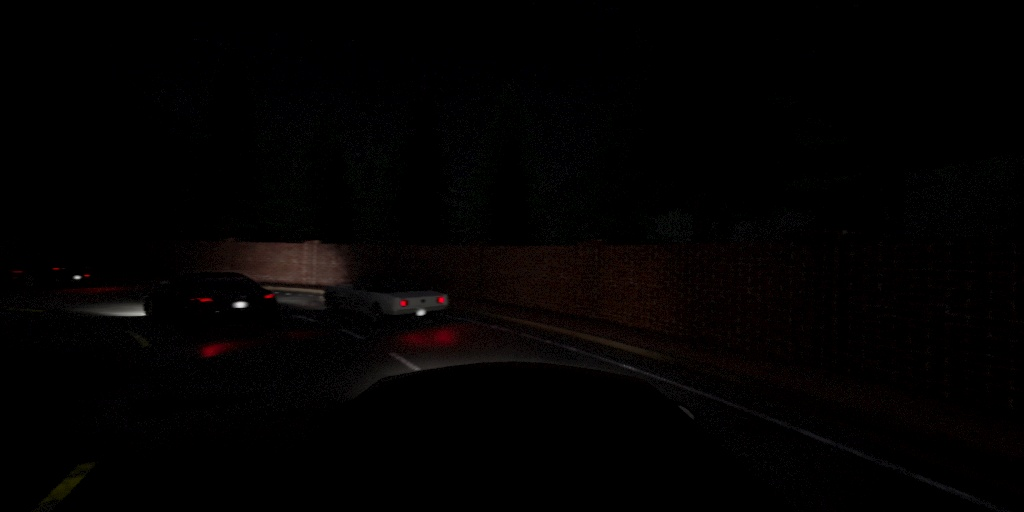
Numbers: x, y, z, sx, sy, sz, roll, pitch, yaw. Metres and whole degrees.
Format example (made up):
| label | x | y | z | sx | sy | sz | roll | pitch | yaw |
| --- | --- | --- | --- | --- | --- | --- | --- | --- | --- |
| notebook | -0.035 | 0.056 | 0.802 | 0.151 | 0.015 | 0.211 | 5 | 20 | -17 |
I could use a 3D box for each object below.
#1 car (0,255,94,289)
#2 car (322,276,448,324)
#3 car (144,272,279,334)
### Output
| label | x | y | z | sx | sy | sz | roll | pitch | yaw |
| --- | --- | --- | --- | --- | --- | --- | --- | --- | --- |
| car | -22.479 | 0.666 | 16.590 | 4.892 | 1.490 | 1.837 | 2 | -1 | 0 |
| car | -4.297 | 1.289 | 11.677 | 4.718 | 1.301 | 1.895 | 1 | -1 | 40 |
| car | -8.243 | 1.117 | 9.845 | 4.181 | 1.385 | 1.994 | 1 | -1 | 34 |
